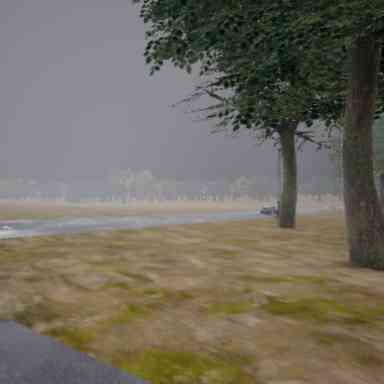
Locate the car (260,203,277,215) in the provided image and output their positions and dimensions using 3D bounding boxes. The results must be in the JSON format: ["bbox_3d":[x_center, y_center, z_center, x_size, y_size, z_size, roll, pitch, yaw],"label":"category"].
[{"bbox_3d":[12.562,2.928,53.400,1.837,1.490,4.892,0,-1,35],"label":"car"}]
